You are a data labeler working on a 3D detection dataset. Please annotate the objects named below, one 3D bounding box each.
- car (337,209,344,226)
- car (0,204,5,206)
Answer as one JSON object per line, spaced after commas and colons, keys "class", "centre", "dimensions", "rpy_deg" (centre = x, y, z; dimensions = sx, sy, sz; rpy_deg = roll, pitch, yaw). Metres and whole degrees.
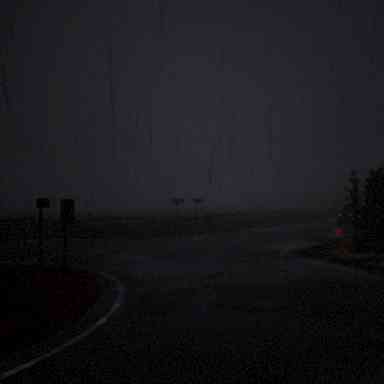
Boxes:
{"class": "car", "centre": [13.888, 1.881, 27.813], "dimensions": [2.097, 1.767, 4.553], "rpy_deg": [-1, -2, 43]}
{"class": "car", "centre": [-47.725, 3.501, 81.033], "dimensions": [2.242, 1.667, 4.611], "rpy_deg": [-1, -2, 42]}
